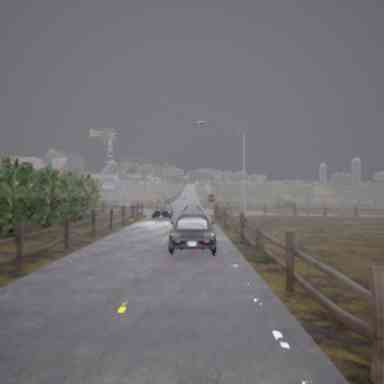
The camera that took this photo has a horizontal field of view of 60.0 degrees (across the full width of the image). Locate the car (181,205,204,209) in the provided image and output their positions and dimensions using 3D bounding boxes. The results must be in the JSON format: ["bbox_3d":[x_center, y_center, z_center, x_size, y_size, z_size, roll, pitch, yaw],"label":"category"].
[{"bbox_3d":[0.041,1.820,28.470,1.994,1.385,4.181,0,0,0],"label":"car"}]

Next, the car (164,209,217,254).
[{"bbox_3d":[0.035,1.653,13.907,1.812,1.442,4.674,0,0,1],"label":"car"}]

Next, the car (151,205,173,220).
[{"bbox_3d":[-2.743,1.886,31.799,1.895,1.301,4.718,0,-1,0],"label":"car"}]

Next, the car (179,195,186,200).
[{"bbox_3d":[-2.686,1.468,94.066,1.882,1.535,5.008,0,1,0],"label":"car"}]
